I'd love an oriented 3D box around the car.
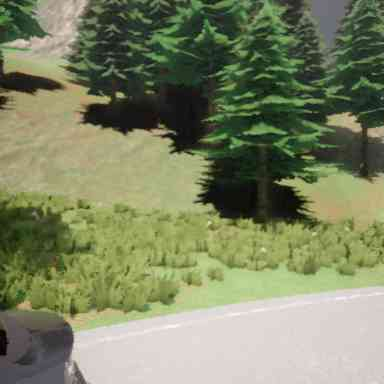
[{"bbox_3d":[-3.014,1.475,1.525,4.892,1.490,1.837,1,-1,-36],"label":"car"}]
